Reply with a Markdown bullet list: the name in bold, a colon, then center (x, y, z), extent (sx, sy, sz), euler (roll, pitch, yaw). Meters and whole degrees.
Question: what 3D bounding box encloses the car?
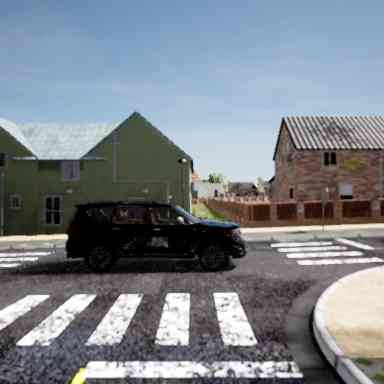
- **car**: center (-1.129, 1.299, 10.615), extent (5.566, 2.045, 2.150), euler (-1, 0, 1)
